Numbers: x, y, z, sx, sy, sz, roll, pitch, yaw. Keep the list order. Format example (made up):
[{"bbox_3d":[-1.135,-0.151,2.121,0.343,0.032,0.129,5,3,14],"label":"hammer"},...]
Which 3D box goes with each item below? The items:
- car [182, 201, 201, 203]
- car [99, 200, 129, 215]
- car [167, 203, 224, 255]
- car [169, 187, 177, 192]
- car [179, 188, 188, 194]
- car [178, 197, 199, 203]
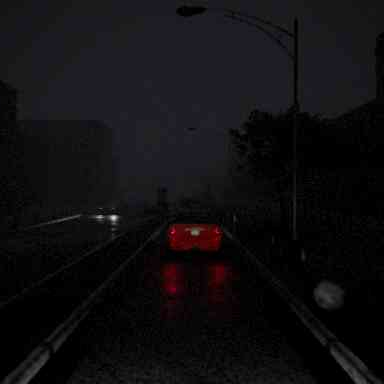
[{"bbox_3d":[0.410,1.774,27.838,2.033,1.411,5.357,0,0,4],"label":"car"},{"bbox_3d":[-8.289,1.618,35.895,1.812,1.442,4.674,-1,1,10],"label":"car"},{"bbox_3d":[0.116,1.499,14.029,2.097,1.767,4.553,0,-1,0],"label":"car"},{"bbox_3d":[-5.224,-0.681,93.269,2.097,1.767,4.553,0,2,0],"label":"car"},{"bbox_3d":[-2.215,-0.081,83.248,1.882,1.535,5.008,0,2,0],"label":"car"},{"bbox_3d":[-0.384,1.462,43.094,1.837,1.490,4.892,-1,2,-22],"label":"car"}]
